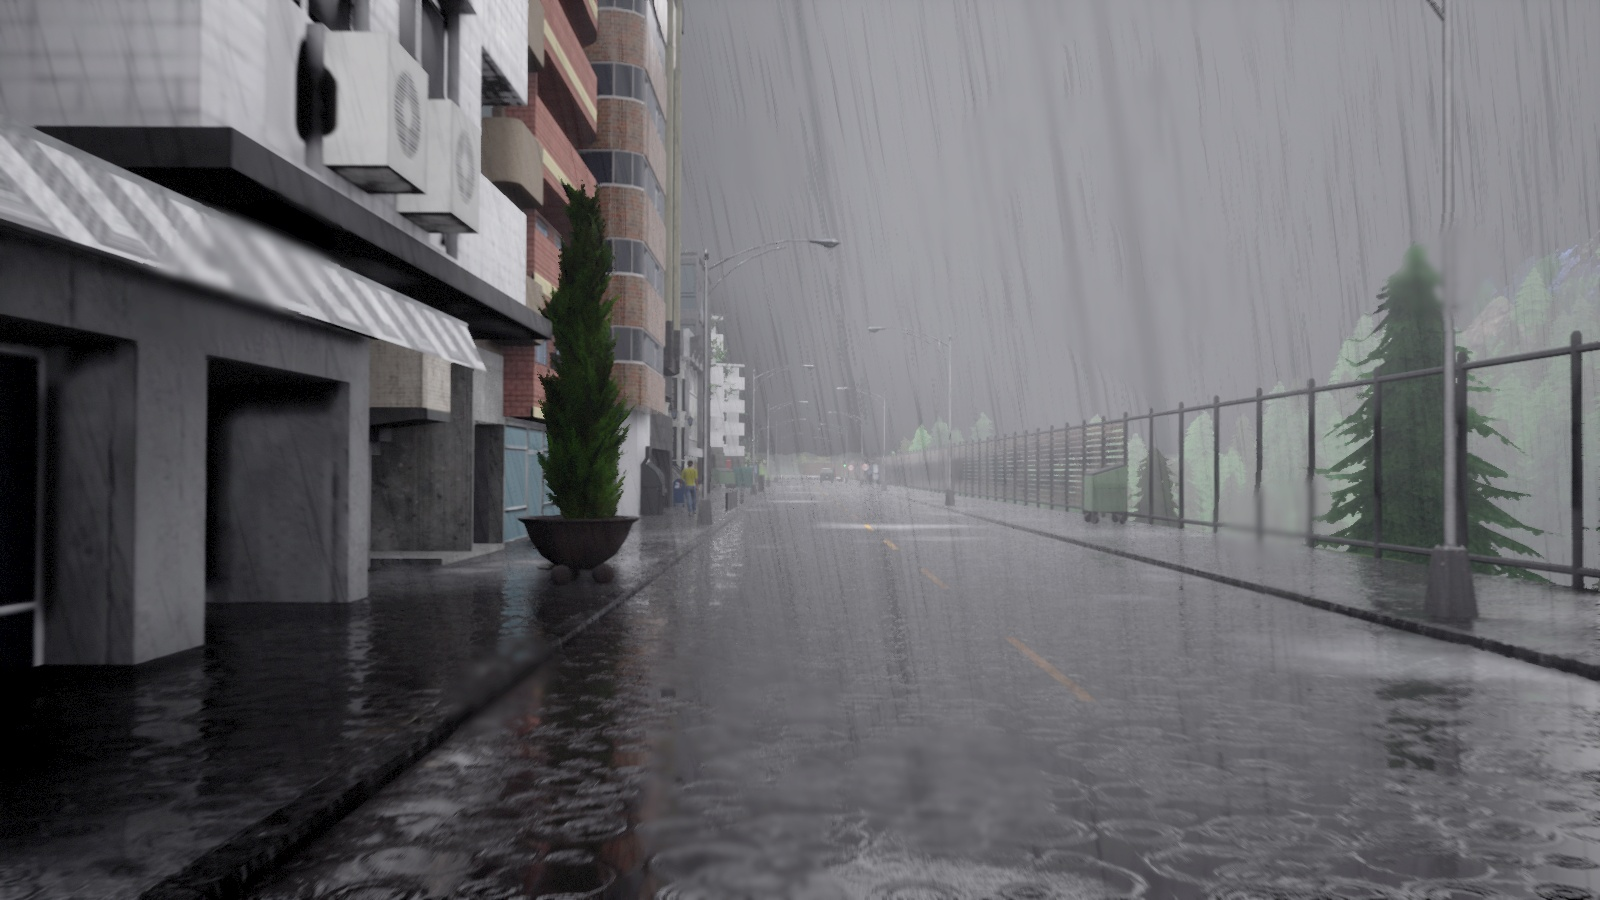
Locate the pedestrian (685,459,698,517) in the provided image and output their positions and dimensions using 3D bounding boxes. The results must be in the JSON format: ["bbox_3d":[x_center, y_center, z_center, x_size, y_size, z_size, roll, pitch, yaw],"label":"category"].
[{"bbox_3d":[-3.497,1.216,40.494,0.354,1.836,0.706,0,-1,0],"label":"pedestrian"}]
